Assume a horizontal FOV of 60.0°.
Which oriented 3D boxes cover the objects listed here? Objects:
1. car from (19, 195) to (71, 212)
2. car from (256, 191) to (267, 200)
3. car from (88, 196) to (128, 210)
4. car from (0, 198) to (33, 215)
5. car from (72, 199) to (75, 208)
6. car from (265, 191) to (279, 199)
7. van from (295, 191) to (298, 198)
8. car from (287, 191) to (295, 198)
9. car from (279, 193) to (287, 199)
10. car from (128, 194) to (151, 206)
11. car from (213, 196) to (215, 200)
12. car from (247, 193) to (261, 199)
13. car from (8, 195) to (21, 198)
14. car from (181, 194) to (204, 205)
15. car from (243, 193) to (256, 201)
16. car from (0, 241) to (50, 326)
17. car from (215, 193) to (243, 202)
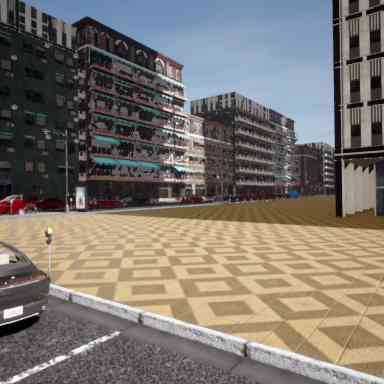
[{"bbox_3d":[-16.439,1.385,37.405,1.812,1.442,4.674,-1,0,36],"label":"car"},{"bbox_3d":[13.163,1.046,68.210,1.802,1.307,4.206,-1,0,36],"label":"car"},{"bbox_3d":[-9.616,1.186,36.933,1.967,1.590,4.097,-1,0,36],"label":"car"},{"bbox_3d":[-16.122,1.413,27.996,1.802,1.307,4.206,-1,0,36],"label":"car"},{"bbox_3d":[-16.388,1.415,41.868,1.887,1.381,4.507,-1,0,36],"label":"car"},{"bbox_3d":[16.414,0.740,72.679,2.192,1.841,5.009,-1,0,36],"label":"car"},{"bbox_3d":[26.176,0.654,86.084,1.690,1.788,3.998,-1,0,36],"label":"van"},{"bbox_3d":[22.925,0.931,81.616,1.802,1.307,4.206,-1,0,36],"label":"car"},{"bbox_3d":[19.670,0.938,77.147,2.008,1.369,4.403,-1,0,36],"label":"car"},{"bbox_3d":[-8.205,1.105,48.699,2.097,1.767,4.553,-1,0,36],"label":"car"},{"bbox_3d":[6.388,1.028,73.144,1.967,1.590,4.097,-1,0,36],"label":"car"},{"bbox_3d":[16.152,1.040,86.550,1.947,1.339,4.313,-1,0,36],"label":"car"},{"bbox_3d":[-19.644,1.228,37.399,2.192,1.841,5.009,-1,0,36],"label":"car"},{"bbox_3d":[0.146,1.062,50.338,1.967,1.590,4.097,-1,0,36],"label":"car"},{"bbox_3d":[9.909,1.048,63.742,1.887,1.381,4.507,-1,0,36],"label":"car"},{"bbox_3d":[-4.419,1.553,6.221,4.403,1.369,2.008,0,-1,36],"label":"car"},{"bbox_3d":[6.655,1.093,59.274,2.008,1.369,4.403,-1,0,36],"label":"car"}]
